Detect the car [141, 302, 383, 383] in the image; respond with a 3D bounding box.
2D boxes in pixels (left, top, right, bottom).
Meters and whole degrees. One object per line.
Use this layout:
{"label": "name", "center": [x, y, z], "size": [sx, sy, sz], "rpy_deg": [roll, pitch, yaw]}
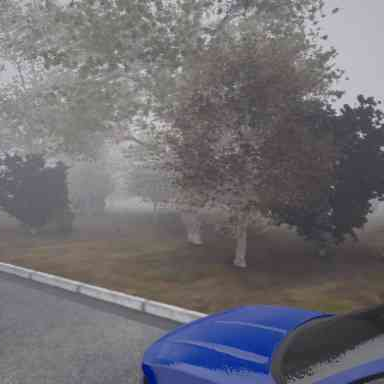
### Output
{"label": "car", "center": [1.826, 1.476, 2.075], "size": [5.008, 1.535, 1.882], "rpy_deg": [0, 0, 36]}
